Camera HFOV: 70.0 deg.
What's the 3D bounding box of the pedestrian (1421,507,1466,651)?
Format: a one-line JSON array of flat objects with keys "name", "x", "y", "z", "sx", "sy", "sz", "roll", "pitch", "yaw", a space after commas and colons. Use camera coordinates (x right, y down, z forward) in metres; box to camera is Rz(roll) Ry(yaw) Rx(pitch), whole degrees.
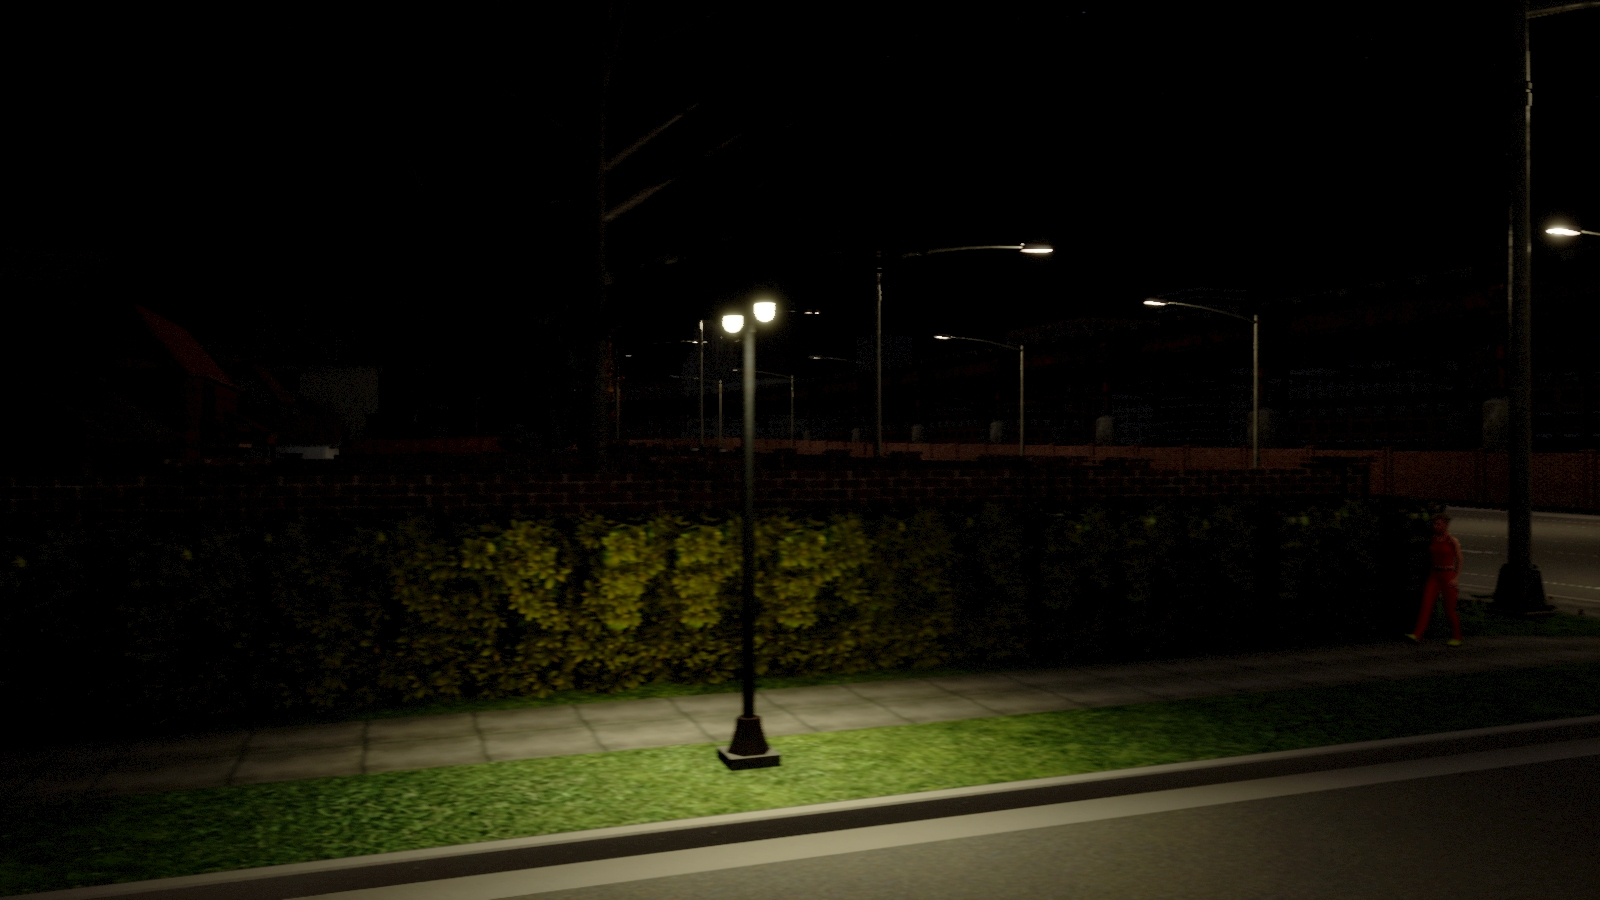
[{"name": "pedestrian", "x": 8.550, "y": 1.696, "z": 15.183, "sx": 0.375, "sy": 1.860, "sz": 0.375, "roll": 0, "pitch": 0, "yaw": -20}]
